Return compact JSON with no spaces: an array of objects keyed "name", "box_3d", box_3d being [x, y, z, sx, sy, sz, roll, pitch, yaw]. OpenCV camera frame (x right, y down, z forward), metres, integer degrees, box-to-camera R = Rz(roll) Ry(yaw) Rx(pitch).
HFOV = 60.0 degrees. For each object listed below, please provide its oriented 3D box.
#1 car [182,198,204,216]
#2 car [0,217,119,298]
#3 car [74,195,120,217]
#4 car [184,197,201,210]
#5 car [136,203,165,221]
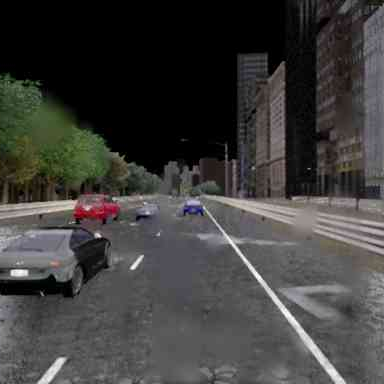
[{"name":"car","box_3d":[0.113,1.481,32.088,1.882,1.535,5.008,0,0,0]},{"name":"car","box_3d":[-3.399,1.566,8.561,1.994,1.385,4.181,0,0,0]},{"name":"car","box_3d":[-6.893,1.222,24.589,2.150,2.045,5.566,0,0,0]},{"name":"car","box_3d":[0.035,1.506,44.354,2.128,1.511,4.902,0,0,1]},{"name":"car","box_3d":[-3.394,1.565,27.473,1.994,1.385,4.181,0,0,0]}]
